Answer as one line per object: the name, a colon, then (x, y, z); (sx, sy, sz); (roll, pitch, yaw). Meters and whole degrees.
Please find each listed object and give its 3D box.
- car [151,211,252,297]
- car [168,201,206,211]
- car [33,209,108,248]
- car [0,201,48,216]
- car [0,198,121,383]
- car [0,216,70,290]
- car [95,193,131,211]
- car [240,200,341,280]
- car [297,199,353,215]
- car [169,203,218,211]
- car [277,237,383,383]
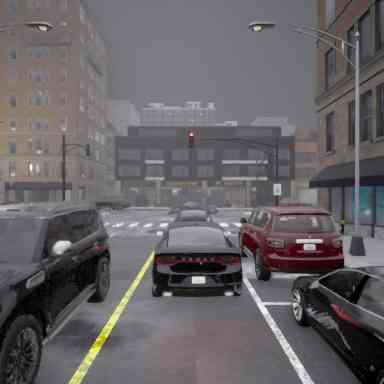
car: (0.062, 1.477, 8.628); (1.882, 1.535, 5.008); (0, 0, -1)
car: (0.165, 1.554, 30.274); (2.033, 1.411, 5.357); (0, 0, 42)
car: (-5.409, 1.565, 15.466); (1.947, 1.339, 4.313); (0, 0, 0)
car: (-16.207, 1.529, 30.951); (4.718, 1.301, 1.895); (0, 0, 0)
car: (-2.863, 1.221, 5.320); (2.150, 2.045, 5.566); (0, 0, 0)
car: (-5.402, 1.550, 9.804); (2.008, 1.369, 4.403); (0, 0, 0)
car: (-9.762, 1.180, 37.691); (5.566, 2.045, 2.150); (0, 0, 0)
car: (2.623, 1.314, 9.815); (2.192, 1.841, 5.009); (0, 0, 0)
car: (13.762, 1.568, 34.577); (4.902, 1.511, 2.128); (0, 0, 0)
car: (0.059, 1.504, 16.137); (1.837, 1.490, 4.892); (0, 0, 0)
car: (2.631, 1.566, 4.153); (1.947, 1.339, 4.313); (0, 0, 0)
